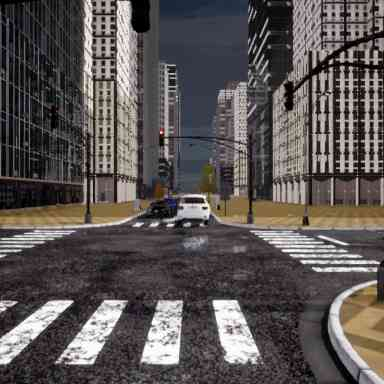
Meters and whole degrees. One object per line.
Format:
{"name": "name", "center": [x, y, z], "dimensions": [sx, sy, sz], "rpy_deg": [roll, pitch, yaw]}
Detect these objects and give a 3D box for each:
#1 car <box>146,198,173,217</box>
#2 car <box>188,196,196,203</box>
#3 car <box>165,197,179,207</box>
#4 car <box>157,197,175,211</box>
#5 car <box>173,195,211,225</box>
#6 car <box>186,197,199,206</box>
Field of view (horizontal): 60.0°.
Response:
{"name": "car", "center": [-3.124, 1.504, 31.189], "dimensions": [1.837, 1.490, 4.892], "rpy_deg": [0, 0, 0]}
{"name": "car", "center": [0.002, 1.516, 71.051], "dimensions": [1.812, 1.442, 4.674], "rpy_deg": [0, 0, 0]}
{"name": "car", "center": [-3.133, 1.560, 51.982], "dimensions": [1.994, 1.385, 4.181], "rpy_deg": [0, 0, 0]}
{"name": "car", "center": [-3.127, 1.475, 41.481], "dimensions": [1.882, 1.535, 5.008], "rpy_deg": [0, 0, 0]}
{"name": "car", "center": [0.167, 1.223, 24.446], "dimensions": [2.150, 2.045, 5.566], "rpy_deg": [0, 0, 3]}
{"name": "car", "center": [0.060, 1.542, 57.351], "dimensions": [2.033, 1.411, 5.357], "rpy_deg": [0, 0, -1]}
